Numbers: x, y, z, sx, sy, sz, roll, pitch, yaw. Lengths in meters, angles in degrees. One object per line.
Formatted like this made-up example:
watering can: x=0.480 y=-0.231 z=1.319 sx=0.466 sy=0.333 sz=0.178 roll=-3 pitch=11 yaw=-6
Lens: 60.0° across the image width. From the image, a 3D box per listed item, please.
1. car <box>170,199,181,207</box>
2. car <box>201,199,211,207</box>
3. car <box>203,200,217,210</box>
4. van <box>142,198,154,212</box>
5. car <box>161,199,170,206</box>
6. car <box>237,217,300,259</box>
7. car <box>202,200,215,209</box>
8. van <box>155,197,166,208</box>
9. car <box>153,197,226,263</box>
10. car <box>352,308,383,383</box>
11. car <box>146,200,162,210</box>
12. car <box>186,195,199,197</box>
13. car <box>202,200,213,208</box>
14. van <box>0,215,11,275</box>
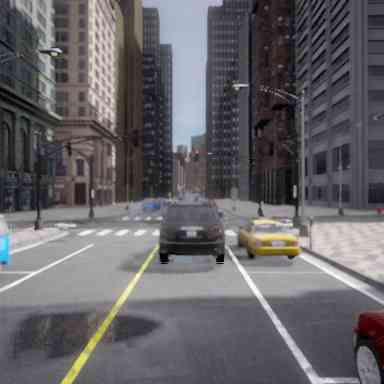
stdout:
car: x=-3.024 y=2.131 z=63.335 sx=1.812 sy=1.442 sz=4.674 roll=0 pitch=-1 yaw=1
car: x=2.780 y=2.174 z=67.631 sx=1.752 sy=1.417 sz=4.829 roll=0 pitch=-1 yaw=0
car: x=2.782 y=2.026 z=50.886 sx=1.887 sy=1.381 sz=4.507 roll=0 pitch=-1 yaw=0
van: x=-5.775 y=1.768 z=45.382 sx=1.690 sy=1.788 sz=3.998 roll=0 pitch=-1 yaw=0
car: x=-5.767 y=2.285 z=73.003 sx=1.802 sy=1.307 sz=4.206 roll=0 pitch=-1 yaw=0
car: x=2.767 y=1.645 z=12.964 sx=1.752 sy=1.417 sz=4.829 roll=0 pitch=-1 yaw=0
car: x=2.781 y=2.081 z=56.411 sx=1.887 sy=1.381 sz=4.507 roll=0 pitch=-1 yaw=0
van: x=-5.771 y=1.933 z=61.956 sx=1.690 sy=1.788 sz=3.998 roll=0 pitch=-1 yaw=0
car: x=0.031 y=1.341 z=12.583 sx=2.150 sy=2.045 sz=5.566 roll=0 pitch=0 yaw=1
car: x=2.759 y=1.566 z=2.214 sx=1.887 sy=1.381 sz=4.507 roll=0 pitch=-1 yaw=0
car: x=-5.773 y=2.026 z=50.905 sx=1.887 sy=1.381 sz=4.507 roll=0 pitch=-1 yaw=0
car: x=0.009 y=2.155 z=80.600 sx=2.128 sy=1.511 sz=4.902 roll=0 pitch=-1 yaw=0
car: x=2.781 y=2.137 z=61.936 sx=1.887 sy=1.381 sz=4.507 roll=0 pitch=-1 yaw=0
van: x=-5.766 y=1.410 z=7.399 sx=1.690 sy=1.788 sz=3.998 roll=0 pitch=-1 yaw=0
